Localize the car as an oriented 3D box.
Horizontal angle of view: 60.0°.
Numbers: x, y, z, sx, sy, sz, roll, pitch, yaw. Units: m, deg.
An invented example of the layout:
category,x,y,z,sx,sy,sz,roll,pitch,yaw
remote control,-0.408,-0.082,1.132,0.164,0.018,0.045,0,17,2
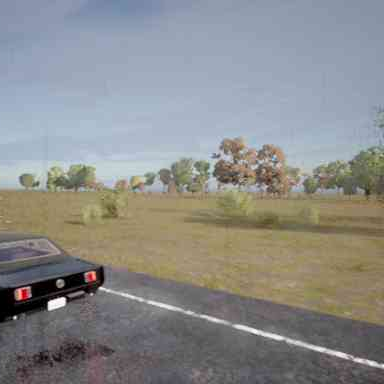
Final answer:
category,x,y,z,sx,sy,sz,roll,pitch,yaw
car,-4.006,1.506,6.719,4.718,1.301,1.895,1,1,35
